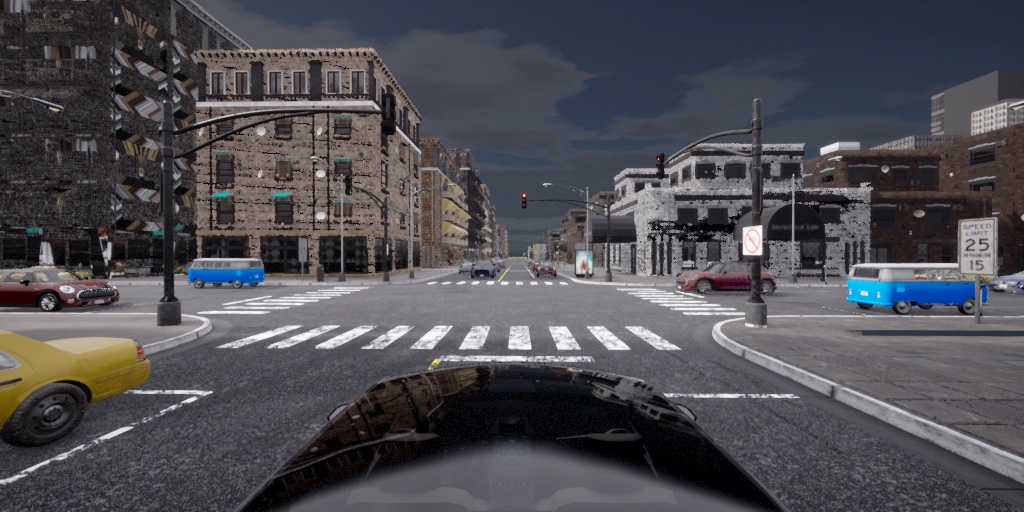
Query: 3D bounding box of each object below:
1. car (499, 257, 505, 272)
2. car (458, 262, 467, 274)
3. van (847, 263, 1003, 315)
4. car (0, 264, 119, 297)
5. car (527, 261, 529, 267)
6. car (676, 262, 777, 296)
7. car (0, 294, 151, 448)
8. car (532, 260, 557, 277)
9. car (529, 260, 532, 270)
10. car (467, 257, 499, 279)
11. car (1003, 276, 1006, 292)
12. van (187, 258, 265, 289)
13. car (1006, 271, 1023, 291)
[{"bbox_3d":[-2.382,1.254,44.161,2.128,1.511,4.902,0,0,1],"label":"car"},{"bbox_3d":[-5.029,1.311,40.945,2.007,1.370,4.403,0,0,1],"label":"car"},{"bbox_3d":[14.849,1.156,13.218,3.998,1.789,1.690,0,0,1],"label":"van"},{"bbox_3d":[-17.528,1.190,13.527,4.097,1.591,1.967,0,0,1],"label":"car"},{"bbox_3d":[3.544,1.321,52.207,2.007,1.370,4.403,0,0,1],"label":"car"},{"bbox_3d":[11.319,1.115,19.226,4.553,1.767,2.097,0,0,4],"label":"car"},{"bbox_3d":[-5.680,1.275,2.629,1.751,1.417,4.829,0,0,1],"label":"car"},{"bbox_3d":[3.254,1.195,35.119,1.967,1.591,4.097,0,0,1],"label":"car"},{"bbox_3d":[3.447,1.347,46.511,1.802,1.307,4.207,0,0,1],"label":"car"},{"bbox_3d":[-2.569,1.106,33.154,2.097,1.767,4.553,0,0,1],"label":"car"},{"bbox_3d":[25.820,1.308,21.494,4.829,1.417,1.751,0,0,1],"label":"car"},{"bbox_3d":[-17.429,1.030,21.907,3.998,1.789,1.690,0,0,1],"label":"van"},{"bbox_3d":[28.236,1.334,18.873,4.674,1.442,1.812,0,0,1],"label":"car"}]
